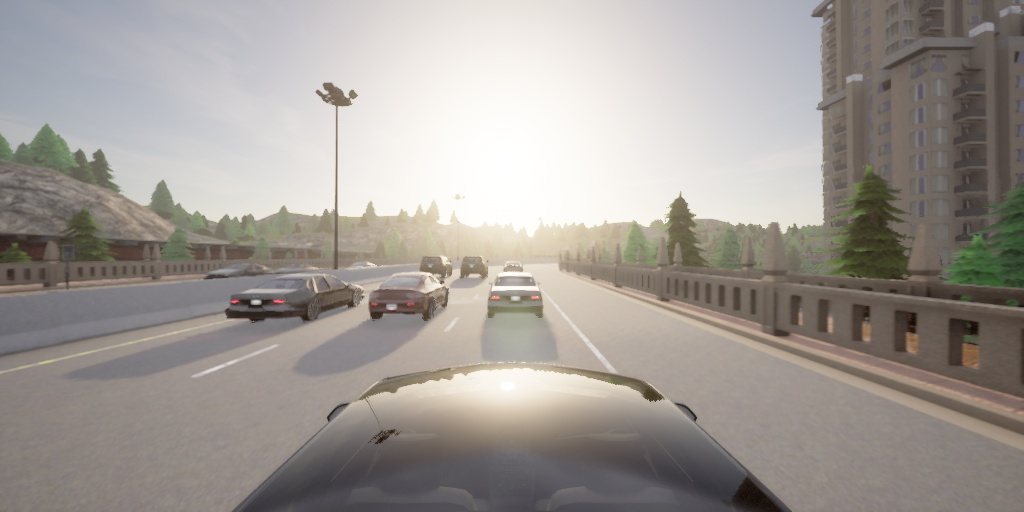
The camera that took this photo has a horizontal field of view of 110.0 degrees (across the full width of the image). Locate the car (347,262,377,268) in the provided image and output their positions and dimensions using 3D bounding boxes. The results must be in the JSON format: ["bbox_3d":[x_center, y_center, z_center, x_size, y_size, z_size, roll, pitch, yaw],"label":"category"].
[{"bbox_3d":[-14.039,1.253,33.476,1.812,1.442,4.674,0,0,1],"label":"car"}]

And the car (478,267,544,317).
[{"bbox_3d":[0.102,1.291,13.068,2.033,1.411,5.357,0,0,0],"label":"car"}]

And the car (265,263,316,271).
[{"bbox_3d":[-17.562,1.294,29.301,1.994,1.385,4.181,0,0,0],"label":"car"}]

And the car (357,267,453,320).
[{"bbox_3d":[-3.412,1.269,12.454,1.812,1.442,4.674,0,0,0],"label":"car"}]

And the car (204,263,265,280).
[{"bbox_3d":[-21.088,1.278,28.125,2.033,1.411,5.357,0,0,0],"label":"car"}]

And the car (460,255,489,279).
[{"bbox_3d":[-3.390,0.950,32.972,2.150,2.045,5.566,0,0,0],"label":"car"}]

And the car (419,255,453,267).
[{"bbox_3d":[-6.890,0.950,32.955,2.150,2.045,5.566,0,0,0],"label":"car"}]

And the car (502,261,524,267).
[{"bbox_3d":[0.114,1.220,33.678,2.128,1.511,4.902,0,0,0],"label":"car"}]

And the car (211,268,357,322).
[{"bbox_3d":[-6.898,1.291,12.175,2.033,1.411,5.357,0,0,0],"label":"car"}]
